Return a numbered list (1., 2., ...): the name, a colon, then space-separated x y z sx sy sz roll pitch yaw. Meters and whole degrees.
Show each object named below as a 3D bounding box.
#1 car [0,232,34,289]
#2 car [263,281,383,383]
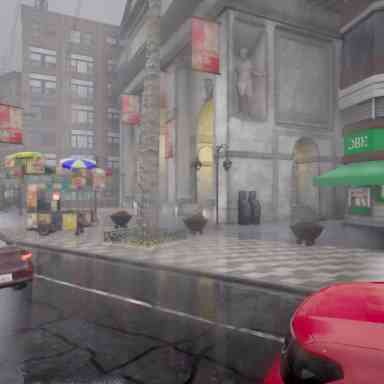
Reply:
1. car: -5.544 1.526 7.821 4.674 1.442 1.812 0 0 35
2. car: 3.177 1.221 1.621 5.566 2.045 2.150 0 0 36
